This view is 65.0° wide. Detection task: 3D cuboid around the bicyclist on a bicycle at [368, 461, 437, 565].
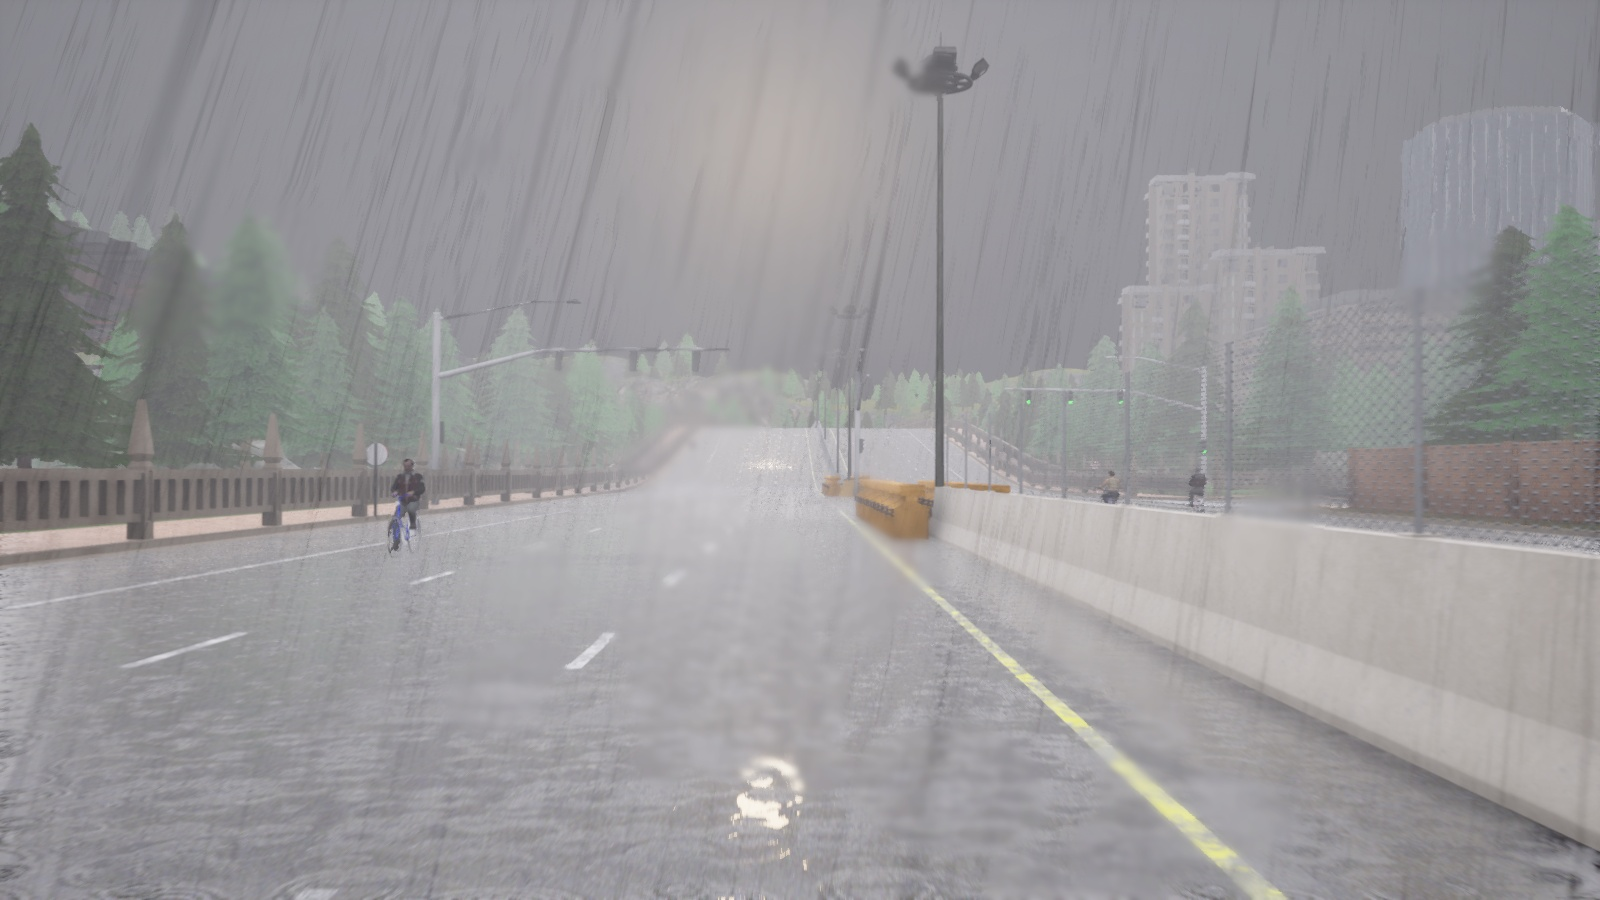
[{"bbox_3d":[-7.059,1.088,22.392,0.659,1.776,1.843,0,-1,0],"label":"bicyclist on a bicycle"}]
